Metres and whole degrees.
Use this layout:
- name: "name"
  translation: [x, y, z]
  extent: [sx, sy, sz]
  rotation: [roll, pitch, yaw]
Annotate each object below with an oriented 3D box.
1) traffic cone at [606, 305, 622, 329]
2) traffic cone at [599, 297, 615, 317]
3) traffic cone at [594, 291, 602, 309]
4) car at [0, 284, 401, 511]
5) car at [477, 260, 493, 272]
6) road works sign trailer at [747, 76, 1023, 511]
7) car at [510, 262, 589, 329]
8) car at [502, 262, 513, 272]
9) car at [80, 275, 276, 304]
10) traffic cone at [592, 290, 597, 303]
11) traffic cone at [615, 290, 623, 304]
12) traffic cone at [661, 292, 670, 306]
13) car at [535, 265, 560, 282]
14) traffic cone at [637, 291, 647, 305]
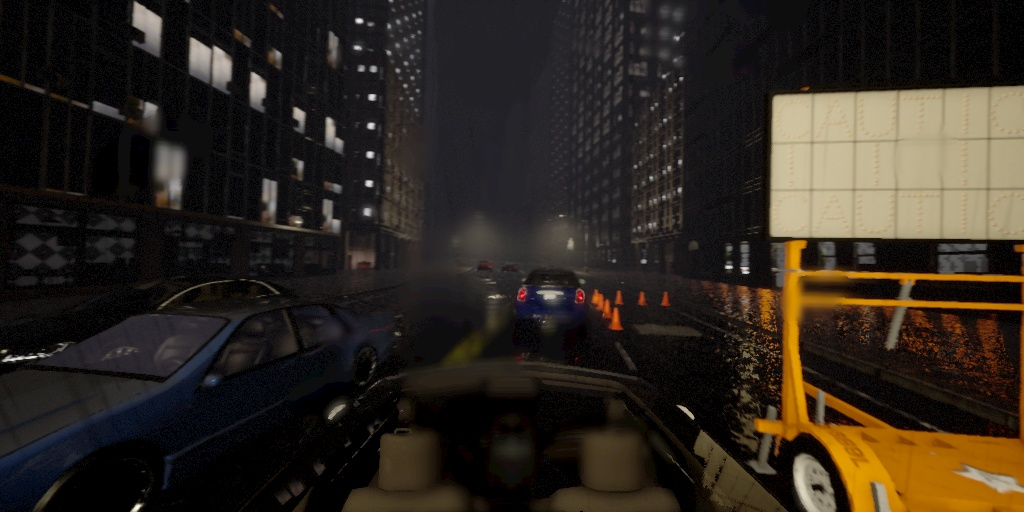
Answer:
- name: "traffic cone"
  translation: [2.995, 1.788, 10.360]
  extent: [0.340, 0.580, 0.340]
  rotation: [0, 0, 8]
- name: "traffic cone"
  translation: [3.272, 1.799, 12.341]
  extent: [0.340, 0.580, 0.340]
  rotation: [0, 0, 8]
- name: "traffic cone"
  translation: [3.550, 1.810, 14.321]
  extent: [0.340, 0.580, 0.340]
  rotation: [0, 0, 8]
- name: "car"
  translation: [-3.228, 1.237, 4.099]
  extent: [2.033, 1.411, 5.357]
  rotation: [1, 0, 9]
- name: "car"
  translation: [-3.529, 1.268, 47.015]
  extent: [1.882, 1.535, 5.008]
  rotation: [1, 0, -1]
- name: "road works sign trailer"
  translation: [3.390, 0.287, 3.238]
  extent: [2.380, 3.560, 2.880]
  rotation: [0, 0, 8]
- name: "car"
  translation: [1.333, 1.153, 11.848]
  extent: [2.097, 1.767, 4.553]
  rotation: [1, 0, 7]
- name: "car"
  translation: [-0.279, 1.429, 46.423]
  extent: [1.994, 1.385, 4.181]
  rotation: [1, 0, -1]
- name: "car"
  translation: [-6.147, 1.141, 6.631]
  extent: [1.837, 1.490, 4.892]
  rotation: [1, 0, 8]
- name: "traffic cone"
  translation: [3.827, 1.821, 16.302]
  extent: [0.340, 0.580, 0.340]
  rotation: [0, 0, 8]
- name: "traffic cone"
  translation: [4.817, 1.842, 16.164]
  extent: [0.340, 0.580, 0.340]
  rotation: [0, 0, 8]
- name: "traffic cone"
  translation: [6.797, 1.884, 15.886]
  extent: [0.340, 0.580, 0.340]
  rotation: [0, 0, 8]
- name: "car"
  translation: [3.012, 1.493, 31.565]
  extent: [1.895, 1.301, 4.718]
  rotation: [1, 0, 3]
- name: "traffic cone"
  translation: [5.807, 1.863, 16.025]
  extent: [0.340, 0.580, 0.340]
  rotation: [0, 0, 8]
